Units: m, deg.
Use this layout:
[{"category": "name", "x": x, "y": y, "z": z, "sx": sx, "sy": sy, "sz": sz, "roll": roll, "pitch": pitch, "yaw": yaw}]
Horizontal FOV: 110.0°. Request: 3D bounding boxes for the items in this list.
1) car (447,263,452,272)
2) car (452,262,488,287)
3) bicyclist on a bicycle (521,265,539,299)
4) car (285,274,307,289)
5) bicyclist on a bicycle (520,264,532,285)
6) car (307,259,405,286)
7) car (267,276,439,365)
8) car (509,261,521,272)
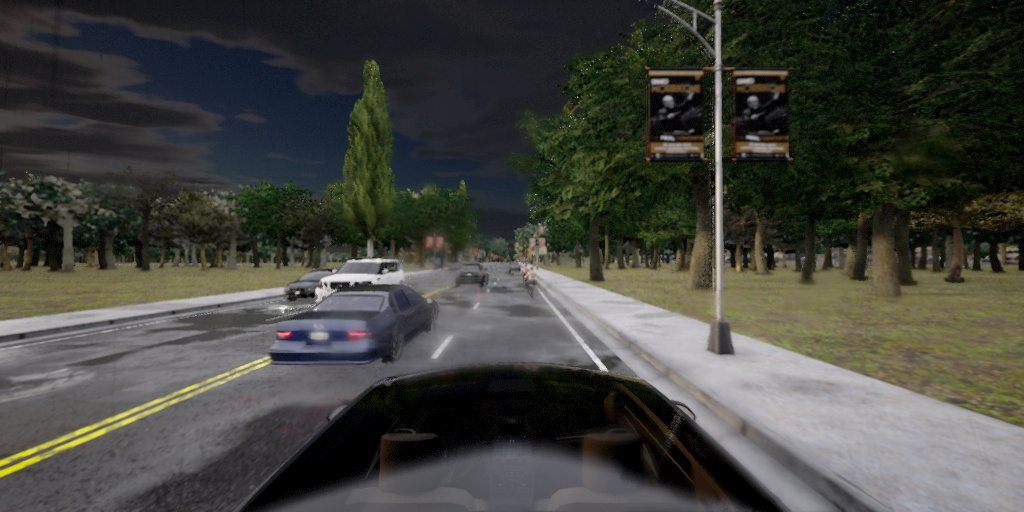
[{"category": "car", "x": -9.444, "y": 1.905, "z": 59.455, "sx": 1.837, "sy": 1.490, "sz": 4.892, "roll": 0, "pitch": -1, "yaw": 1}, {"category": "car", "x": -2.978, "y": 1.389, "z": 27.414, "sx": 2.097, "sy": 1.767, "sz": 4.553, "roll": 0, "pitch": -1, "yaw": 0}, {"category": "bicyclist on a bicycle", "x": 1.028, "y": 1.373, "z": 18.760, "sx": 0.866, "sy": 1.612, "sz": 1.509, "roll": 0, "pitch": -1, "yaw": 0}, {"category": "car", "x": -9.735, "y": 1.454, "z": 18.701, "sx": 1.837, "sy": 1.490, "sz": 4.892, "roll": 0, "pitch": -1, "yaw": 0}, {"category": "bicyclist on a bicycle", "x": 1.093, "y": 1.482, "z": 28.594, "sx": 0.866, "sy": 1.612, "sz": 1.509, "roll": 0, "pitch": -1, "yaw": 0}, {"category": "car", "x": -6.503, "y": 1.140, "z": 16.216, "sx": 2.150, "sy": 2.045, "sz": 5.566, "roll": 0, "pitch": -1, "yaw": 0}, {"category": "car", "x": -3.103, "y": 1.374, "z": 8.321, "sx": 2.033, "sy": 1.411, "sz": 5.357, "roll": 0, "pitch": -1, "yaw": 0}, {"category": "car", "x": 0.495, "y": 1.902, "z": 61.495, "sx": 2.128, "sy": 1.511, "sz": 4.902, "roll": 0, "pitch": -1, "yaw": 1}]
